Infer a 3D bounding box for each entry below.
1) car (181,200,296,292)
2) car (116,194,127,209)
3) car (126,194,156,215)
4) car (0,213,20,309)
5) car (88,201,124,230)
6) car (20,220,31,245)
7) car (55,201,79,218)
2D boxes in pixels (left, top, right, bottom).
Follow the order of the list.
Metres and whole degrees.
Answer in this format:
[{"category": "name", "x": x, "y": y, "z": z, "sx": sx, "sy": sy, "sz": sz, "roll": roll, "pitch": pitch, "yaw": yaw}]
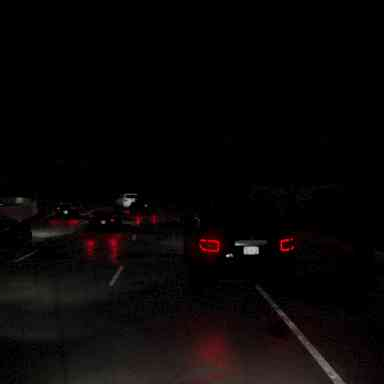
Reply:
[{"category": "car", "x": 0.948, "y": 1.223, "z": 9.100, "sx": 2.150, "sy": 2.045, "sz": 5.566, "roll": 0, "pitch": 0, "yaw": -4}, {"category": "car", "x": -8.494, "y": 1.219, "z": 43.704, "sx": 2.150, "sy": 2.045, "sz": 5.566, "roll": 0, "pitch": 0, "yaw": -25}, {"category": "car", "x": -5.119, "y": 1.350, "z": 34.212, "sx": 2.097, "sy": 1.767, "sz": 4.553, "roll": 0, "pitch": 0, "yaw": -19}, {"category": "car", "x": -3.512, "y": 1.219, "z": 1.930, "sx": 2.150, "sy": 2.045, "sz": 5.566, "roll": 0, "pitch": 0, "yaw": -1}, {"category": "car", "x": -5.498, "y": 1.524, "z": 21.172, "sx": 1.812, "sy": 1.442, "sz": 4.674, "roll": 0, "pitch": 0, "yaw": -11}, {"category": "car", "x": -7.697, "y": 1.490, "z": 12.454, "sx": 2.128, "sy": 1.511, "sz": 4.902, "roll": 0, "pitch": 0, "yaw": -6}, {"category": "car", "x": -11.317, "y": 1.524, "z": 30.262, "sx": 1.812, "sy": 1.442, "sz": 4.674, "roll": 0, "pitch": 0, "yaw": -16}]
